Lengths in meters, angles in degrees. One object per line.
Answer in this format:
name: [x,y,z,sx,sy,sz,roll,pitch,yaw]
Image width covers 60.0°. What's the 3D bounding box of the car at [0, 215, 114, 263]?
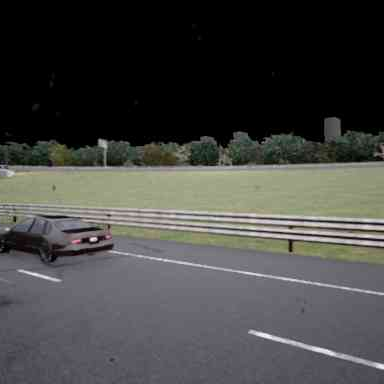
car: [-5.155,1.540,11.957,5.357,1.411,2.033,0,0,35]
